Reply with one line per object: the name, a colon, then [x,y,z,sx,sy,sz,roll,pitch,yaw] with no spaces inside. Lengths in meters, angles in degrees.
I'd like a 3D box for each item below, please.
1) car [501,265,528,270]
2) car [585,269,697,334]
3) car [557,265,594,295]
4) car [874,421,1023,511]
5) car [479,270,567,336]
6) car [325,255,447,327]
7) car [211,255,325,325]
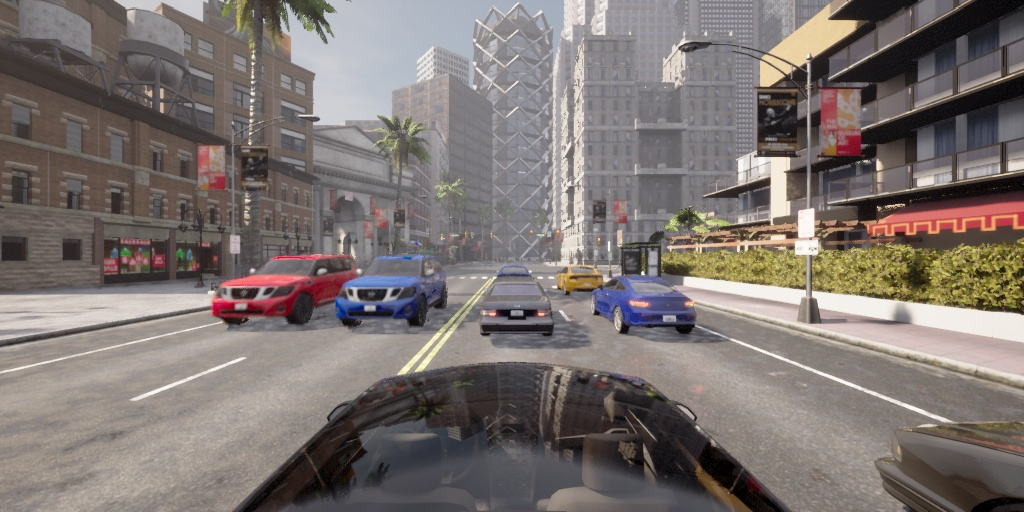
car: [0.116,1.228,20.161,1.882,1.535,5.008,0,0,0]
car: [3.620,1.276,10.549,1.812,1.442,4.674,0,0,0]
car: [3.615,1.228,19.661,1.882,1.535,5.008,0,0,0]
car: [3.664,1.297,0.153,2.033,1.411,5.357,0,0,-1]
car: [0.108,1.297,10.375,2.033,1.411,5.357,0,0,0]
car: [-3.583,0.971,11.830,2.150,2.045,5.566,0,0,0]
car: [-7.081,0.971,12.148,2.150,2.045,5.566,0,0,0]
